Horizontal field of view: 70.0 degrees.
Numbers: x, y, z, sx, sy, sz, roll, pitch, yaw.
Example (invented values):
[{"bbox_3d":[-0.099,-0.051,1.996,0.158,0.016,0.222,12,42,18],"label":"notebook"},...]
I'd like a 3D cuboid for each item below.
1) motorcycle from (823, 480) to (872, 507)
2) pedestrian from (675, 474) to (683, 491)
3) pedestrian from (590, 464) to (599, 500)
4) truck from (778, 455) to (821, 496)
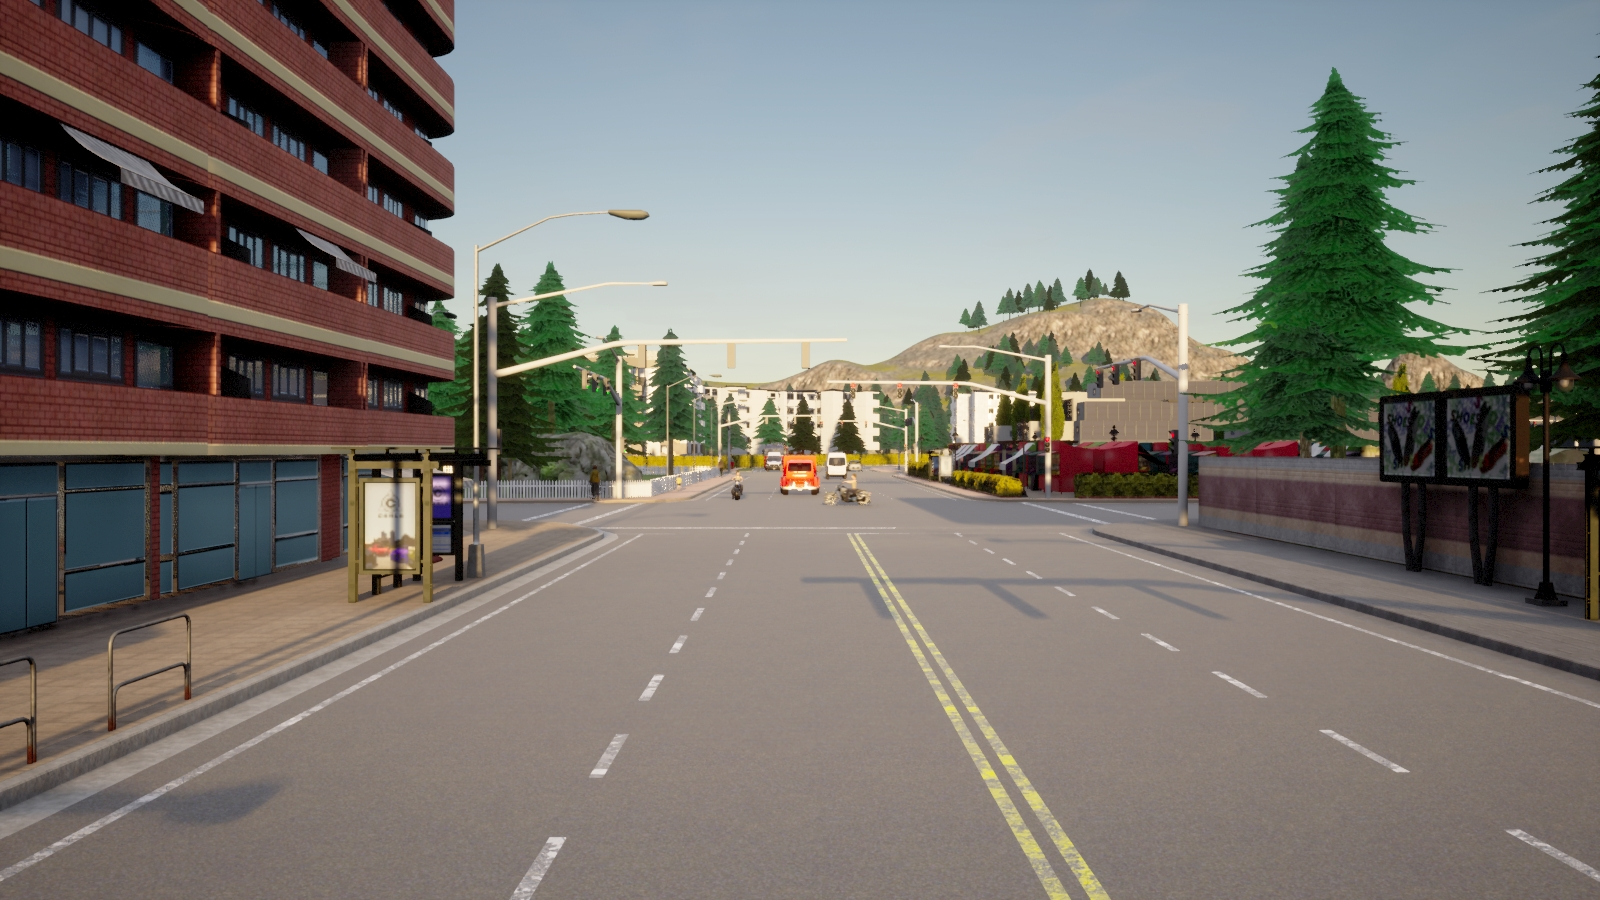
[{"bbox_3d":[2.346,2.142,56.574,2.356,1.307,0.764,0,0,0],"label":"motorcycle"},{"bbox_3d":[-7.737,2.079,73.027,0.500,1.100,0.500,0,0,1],"label":"pedestrian"},{"bbox_3d":[-10.645,1.647,59.195,0.375,1.860,0.375,0,0,-32],"label":"pedestrian"},{"bbox_3d":[-0.006,1.572,72.542,2.627,2.467,5.204,0,0,0],"label":"truck"}]
